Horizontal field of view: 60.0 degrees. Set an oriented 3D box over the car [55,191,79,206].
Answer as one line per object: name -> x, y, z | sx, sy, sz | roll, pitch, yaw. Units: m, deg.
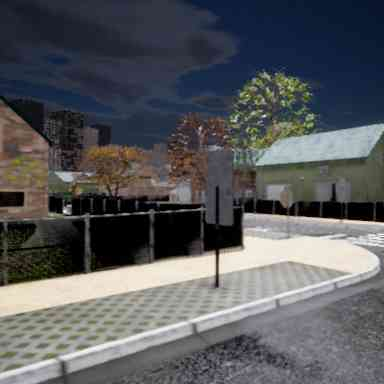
car -> -17.930, 0.953, 47.666 | 2.150, 2.045, 5.566 | 1, 0, -38
